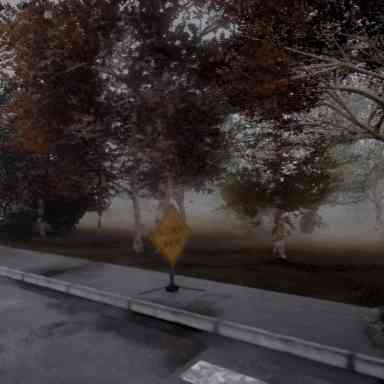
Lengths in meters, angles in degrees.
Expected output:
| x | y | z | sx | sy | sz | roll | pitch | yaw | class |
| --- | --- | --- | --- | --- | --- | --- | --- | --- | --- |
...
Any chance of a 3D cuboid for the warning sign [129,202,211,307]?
| x | y | z | sx | sy | sz | roll | pitch | yaw | class |
| --- | --- | --- | --- | --- | --- | --- | --- | --- | --- |
| -0.432 | 1.164 | 6.893 | 1.060 | 1.860 | 1.300 | -1 | 0 | 35 | warning sign |
